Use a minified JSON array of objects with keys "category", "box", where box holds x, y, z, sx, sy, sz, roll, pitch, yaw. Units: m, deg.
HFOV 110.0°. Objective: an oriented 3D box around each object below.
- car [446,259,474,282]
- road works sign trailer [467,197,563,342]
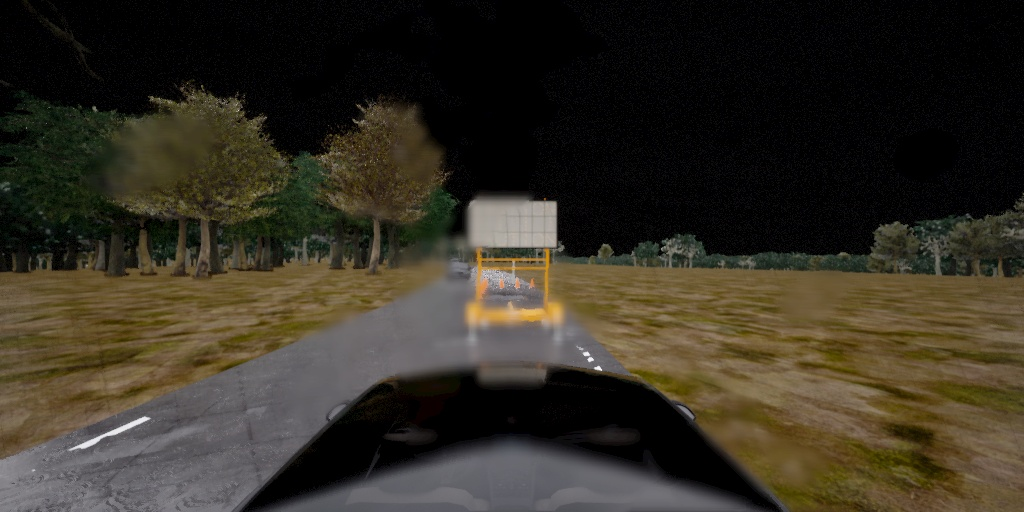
[{"category":"car","box":[-4.125,1.245,28.841,1.837,1.490,4.892,0,0,-5]},{"category":"road works sign trailer","box":[0.040,0.212,9.796,2.380,3.560,2.880,0,0,-2]}]
